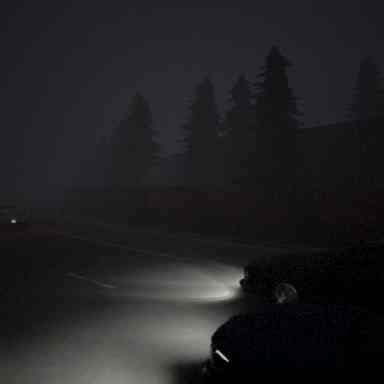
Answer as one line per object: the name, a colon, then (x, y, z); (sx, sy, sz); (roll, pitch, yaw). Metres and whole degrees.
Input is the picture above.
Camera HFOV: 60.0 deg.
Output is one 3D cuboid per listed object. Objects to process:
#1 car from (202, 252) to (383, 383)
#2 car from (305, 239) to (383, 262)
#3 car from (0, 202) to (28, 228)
car: (2.285, 1.541, 2.478); (4.674, 1.442, 1.812); (1, 0, 36)
car: (3.562, 1.559, 5.794); (5.357, 1.411, 2.033); (1, 0, 36)
car: (-10.981, 1.294, 19.391); (1.812, 1.442, 4.674); (0, 0, -41)
